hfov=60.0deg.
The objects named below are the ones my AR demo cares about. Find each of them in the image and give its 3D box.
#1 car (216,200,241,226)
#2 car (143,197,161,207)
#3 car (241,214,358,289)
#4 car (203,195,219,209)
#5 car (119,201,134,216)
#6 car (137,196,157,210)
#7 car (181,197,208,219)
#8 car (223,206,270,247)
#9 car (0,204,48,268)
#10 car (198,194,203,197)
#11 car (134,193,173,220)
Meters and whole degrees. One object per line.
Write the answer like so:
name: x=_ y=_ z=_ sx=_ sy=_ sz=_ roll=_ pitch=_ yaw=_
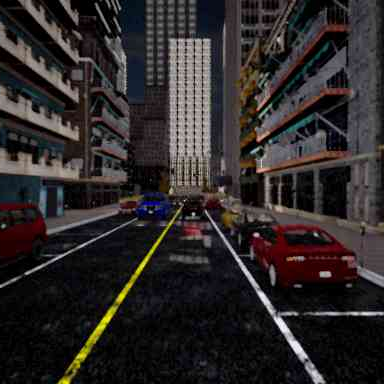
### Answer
car: x=2.696 y=1.459 z=20.149 sx=1.752 sy=1.417 sz=4.829 roll=-1 pitch=0 yaw=0
car: x=-5.665 y=1.392 z=47.616 sx=1.887 sy=1.381 sz=4.507 roll=-1 pitch=0 yaw=0
car: x=2.689 y=1.515 z=8.932 sx=1.887 sy=1.381 sz=4.507 roll=-1 pitch=0 yaw=0
car: x=2.712 y=1.410 z=42.073 sx=1.887 sy=1.381 sz=4.507 roll=-1 pitch=0 yaw=0
car: x=-5.677 y=1.481 z=31.046 sx=1.802 sy=1.307 sz=4.206 roll=-1 pitch=0 yaw=0
car: x=-5.670 y=1.305 z=42.092 sx=1.967 sy=1.590 sz=4.097 roll=-1 pitch=0 yaw=0
car: x=0.113 y=1.415 z=27.844 sx=1.837 sy=1.490 sz=4.892 roll=0 pitch=0 yaw=0
car: x=2.693 y=1.503 z=14.455 sx=2.008 sy=1.369 sz=4.403 roll=-1 pitch=0 yaw=0
car: x=-5.695 y=1.285 z=8.950 sx=2.192 sy=1.841 sz=5.009 roll=-1 pitch=0 yaw=0
car: x=0.120 y=1.344 z=41.556 sx=1.882 sy=1.535 sz=5.008 roll=0 pitch=0 yaw=0
car: x=-3.082 y=1.131 z=27.619 sx=2.150 sy=2.045 sz=5.566 roll=0 pitch=0 yaw=0
